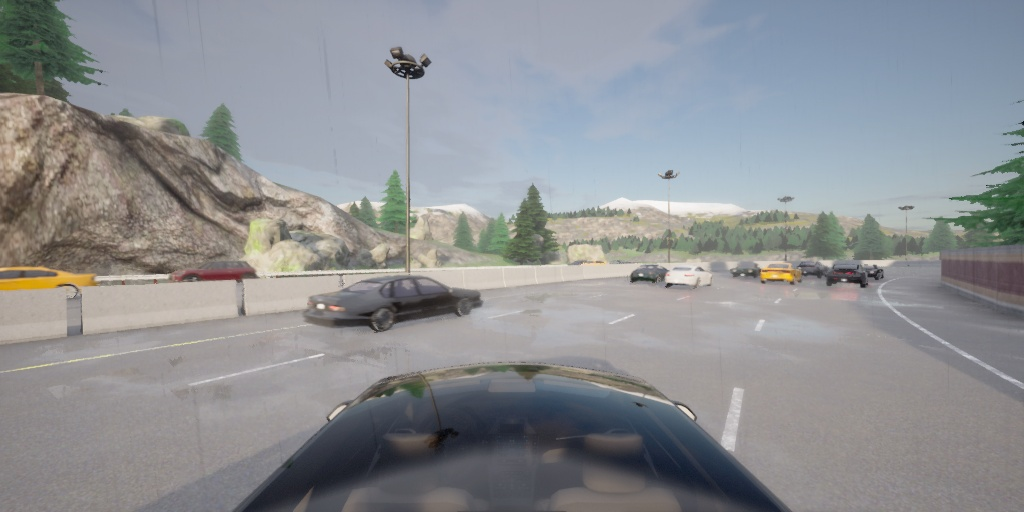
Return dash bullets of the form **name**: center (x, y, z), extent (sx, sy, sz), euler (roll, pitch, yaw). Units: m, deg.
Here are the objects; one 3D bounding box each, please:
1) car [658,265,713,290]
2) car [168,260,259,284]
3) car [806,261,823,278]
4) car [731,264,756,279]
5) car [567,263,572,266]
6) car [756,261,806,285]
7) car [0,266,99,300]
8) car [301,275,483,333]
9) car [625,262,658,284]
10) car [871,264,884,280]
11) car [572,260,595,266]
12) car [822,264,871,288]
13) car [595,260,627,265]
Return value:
- **car**: center (11.297, 1.276, 22.830), extent (1.812, 1.442, 4.674), euler (0, 0, 43)
- **car**: center (-19.830, 1.102, 23.956), extent (2.097, 1.767, 4.553), euler (0, 0, 37)
- **car**: center (27.764, 1.242, 33.153), extent (4.902, 1.511, 2.128), euler (0, 0, -39)
- **car**: center (21.899, 1.351, 32.874), extent (4.718, 1.301, 1.895), euler (0, 0, -41)
- **car**: center (9.715, 1.270, 50.341), extent (4.892, 1.490, 1.837), euler (0, 0, -40)
- **car**: center (19.807, 1.228, 26.298), extent (5.008, 1.535, 1.882), euler (0, 0, -44)
- **car**: center (-21.538, 1.227, 15.383), extent (1.882, 1.535, 5.008), euler (0, 0, 33)
- **car**: center (-3.248, 1.297, 10.893), extent (2.033, 1.411, 5.357), euler (0, 0, 37)
- **car**: center (10.661, 1.314, 27.178), extent (1.994, 1.385, 4.181), euler (0, 0, 44)
- **car**: center (30.467, 1.351, 30.855), extent (4.718, 1.301, 1.895), euler (0, 0, -39)
- **car**: center (10.432, 1.228, 46.362), extent (5.008, 1.535, 1.882), euler (0, 0, -40)
- **car**: center (22.512, 1.255, 24.040), extent (4.892, 1.490, 1.837), euler (0, 0, -43)
- **car**: center (12.819, 1.243, 43.797), extent (4.902, 1.511, 2.128), euler (0, 0, -40)
